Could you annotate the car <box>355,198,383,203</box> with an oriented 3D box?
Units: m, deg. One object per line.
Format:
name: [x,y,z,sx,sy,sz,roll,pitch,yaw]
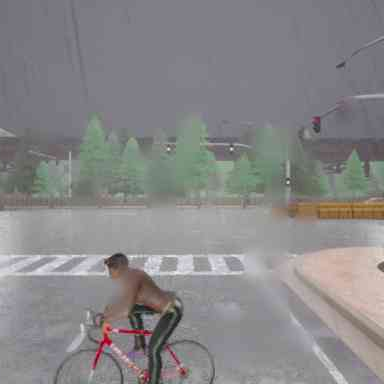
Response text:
car: [21.862,1.477,40.006,5.008,1.535,1.882,0,0,-1]

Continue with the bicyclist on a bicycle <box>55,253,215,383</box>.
bicyclist on a bicycle: [-0.584,1.450,3.439,1.656,1.620,0.582,-2,0,-8]

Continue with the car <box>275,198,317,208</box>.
car: [12.460,1.504,39.793,4.892,1.490,1.837,0,0,-1]
